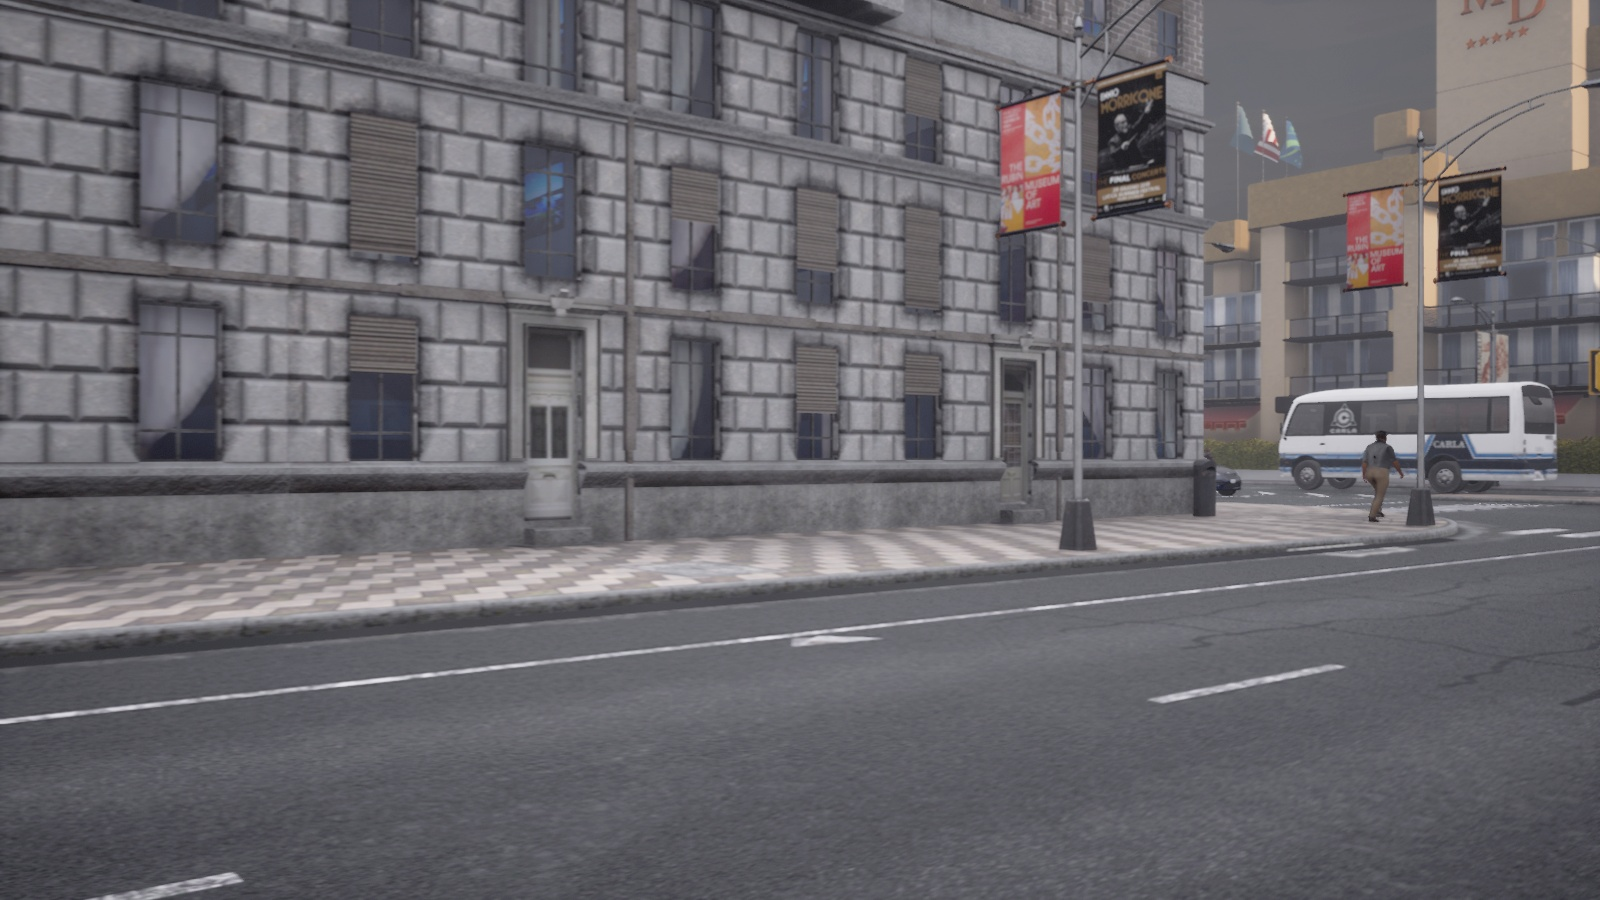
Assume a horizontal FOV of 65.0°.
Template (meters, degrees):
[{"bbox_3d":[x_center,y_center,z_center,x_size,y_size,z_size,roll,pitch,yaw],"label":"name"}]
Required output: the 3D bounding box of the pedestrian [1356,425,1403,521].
[{"bbox_3d":[11.305,0.446,24.502,0.694,1.848,0.540,0,0,-35],"label":"pedestrian"}]

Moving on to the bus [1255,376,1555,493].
[{"bbox_3d":[24.263,-0.540,51.047,3.944,4.253,10.273,0,0,-38],"label":"bus"}]

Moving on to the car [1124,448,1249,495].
[{"bbox_3d":[13.971,0.743,45.540,1.851,1.617,3.988,0,0,-38],"label":"car"}]
